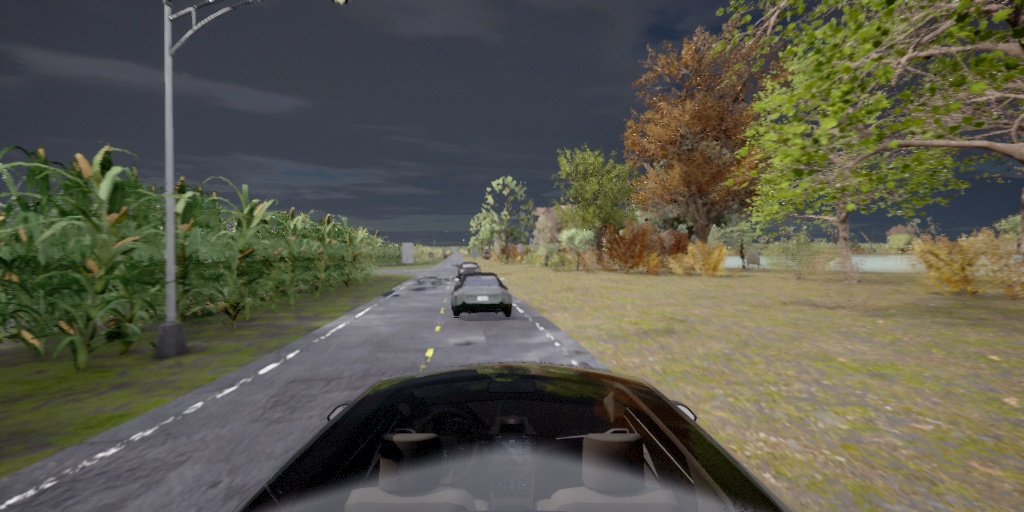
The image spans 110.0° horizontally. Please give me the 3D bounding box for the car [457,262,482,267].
[{"bbox_3d":[-3.332,1.163,28.128,1.812,1.442,4.674,0,0,-9],"label":"car"}]

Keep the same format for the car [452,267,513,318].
[{"bbox_3d":[-1.143,1.269,12.987,1.994,1.385,4.181,0,0,-7],"label":"car"}]
